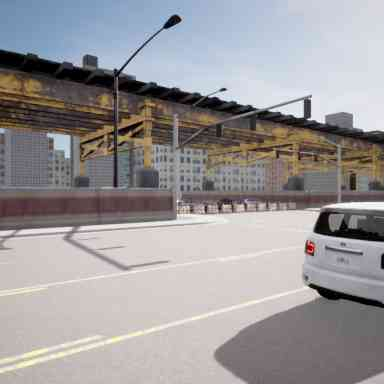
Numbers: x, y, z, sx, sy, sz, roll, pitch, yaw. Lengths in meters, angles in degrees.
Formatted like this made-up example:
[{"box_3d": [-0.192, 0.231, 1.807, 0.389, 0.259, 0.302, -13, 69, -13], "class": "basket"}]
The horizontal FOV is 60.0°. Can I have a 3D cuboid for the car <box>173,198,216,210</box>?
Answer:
[{"box_3d": [0.330, 1.295, 36.556, 4.536, 1.218, 1.853, 0, 0, 8], "class": "car"}]

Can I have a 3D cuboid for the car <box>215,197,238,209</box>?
[{"box_3d": [4.148, 1.295, 39.275, 1.853, 1.218, 4.536, 0, 0, 18], "class": "car"}]

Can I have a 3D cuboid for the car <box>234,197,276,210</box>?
[{"box_3d": [8.052, 1.453, 42.975, 4.974, 1.542, 2.038, 0, 0, -7], "class": "car"}]

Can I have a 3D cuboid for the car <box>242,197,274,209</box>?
[{"box_3d": [8.000, 1.295, 42.969, 4.536, 1.218, 1.853, 0, 0, -7], "class": "car"}]

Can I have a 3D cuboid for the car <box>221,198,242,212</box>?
[{"box_3d": [4.133, 1.453, 39.225, 2.038, 1.542, 4.974, 0, 0, 18], "class": "car"}]

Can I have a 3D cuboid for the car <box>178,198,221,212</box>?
[{"box_3d": [0.381, 1.453, 36.549, 4.974, 1.542, 2.038, 0, 0, 8], "class": "car"}]

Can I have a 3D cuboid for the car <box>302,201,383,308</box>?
[{"box_3d": [4.732, 1.221, 7.133, 5.566, 2.045, 2.150, 0, 0, -35], "class": "car"}]
